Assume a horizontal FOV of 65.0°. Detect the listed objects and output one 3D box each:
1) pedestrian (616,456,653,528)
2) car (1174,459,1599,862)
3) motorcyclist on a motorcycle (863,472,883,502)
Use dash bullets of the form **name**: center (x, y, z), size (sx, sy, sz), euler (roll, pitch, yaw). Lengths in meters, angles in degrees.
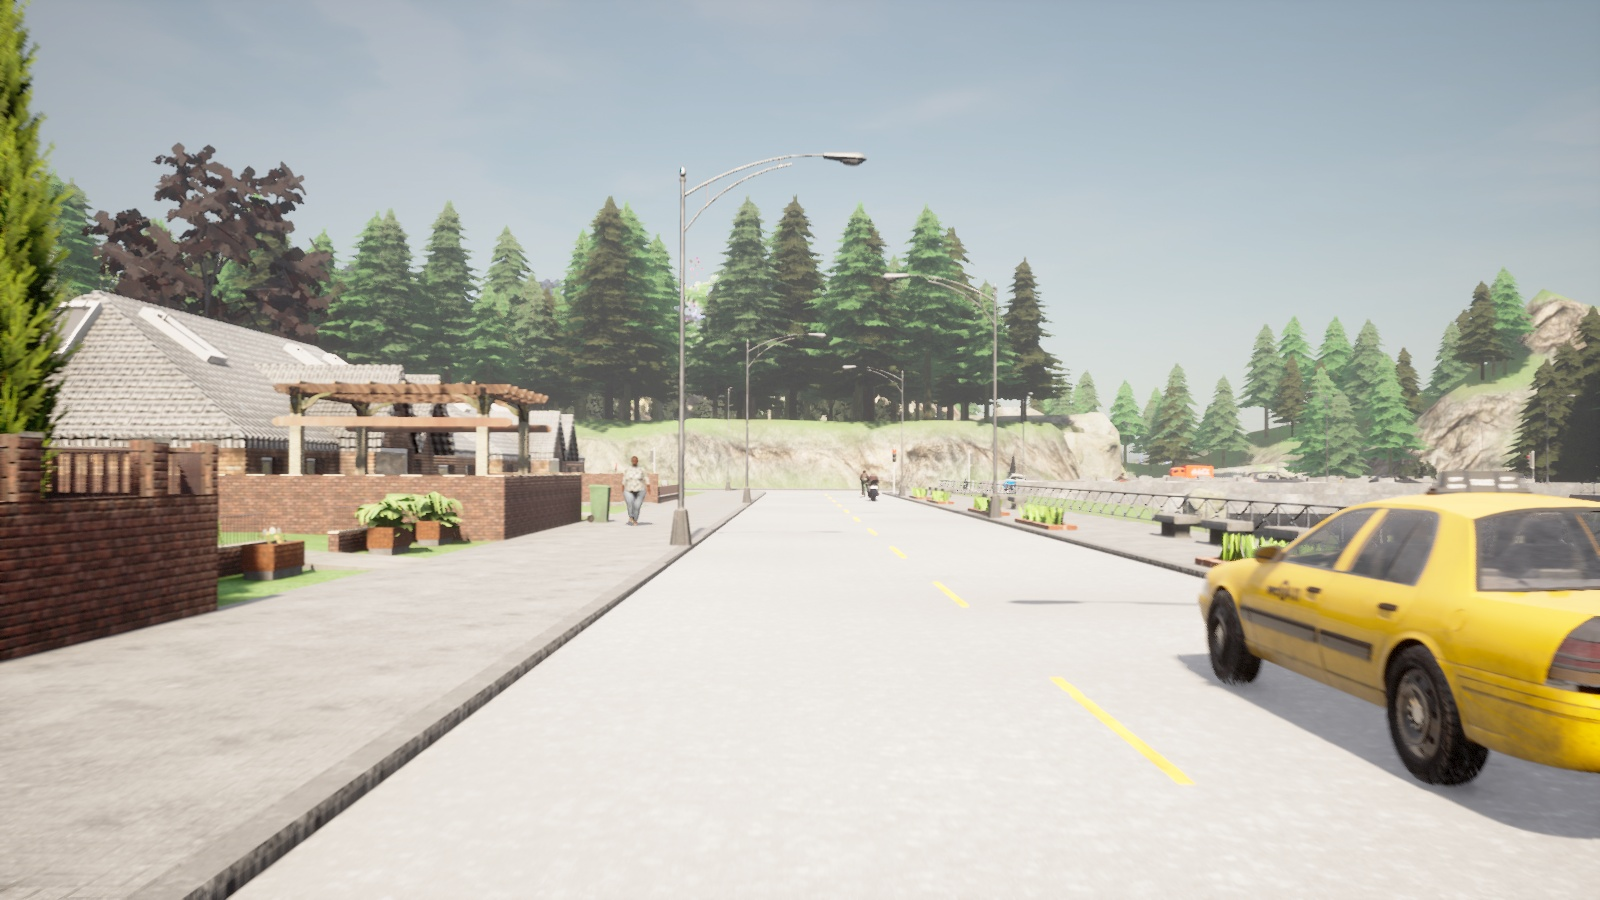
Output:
- **pedestrian**: center (-4.324, 1.092, 32.870), size (0.874, 1.855, 0.900), euler (0, -1, -1)
- **car**: center (3.982, 0.865, 7.614), size (1.801, 1.575, 5.366), euler (0, -1, 0)
- **motorcyclist on a motorcycle**: center (3.845, 1.943, 66.253), size (0.866, 1.530, 2.191), euler (0, -1, 0)
